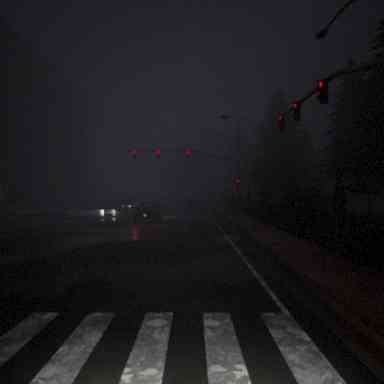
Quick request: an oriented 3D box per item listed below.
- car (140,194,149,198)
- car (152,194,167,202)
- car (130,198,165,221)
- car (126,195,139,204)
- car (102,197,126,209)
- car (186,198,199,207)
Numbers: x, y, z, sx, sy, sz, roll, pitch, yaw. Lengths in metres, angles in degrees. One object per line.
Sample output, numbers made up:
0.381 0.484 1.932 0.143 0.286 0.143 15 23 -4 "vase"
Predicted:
-12.327 1.271 82.828 2.128 1.511 4.902 0 0 -41 "car"
-7.018 1.406 74.010 1.837 1.490 4.892 0 0 -26 "car"
-3.425 1.492 26.386 1.812 1.442 4.674 0 0 0 "car"
-10.698 1.476 55.827 2.033 1.411 5.357 0 0 -1 "car"
-10.611 1.544 44.453 1.895 1.301 4.718 0 0 0 "car"
0.063 1.502 48.626 1.994 1.385 4.181 0 0 0 "car"
